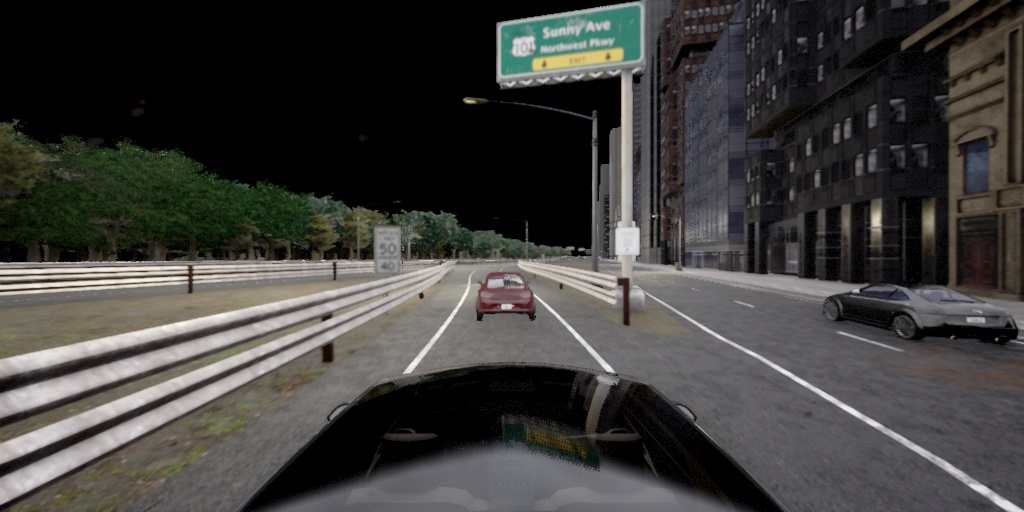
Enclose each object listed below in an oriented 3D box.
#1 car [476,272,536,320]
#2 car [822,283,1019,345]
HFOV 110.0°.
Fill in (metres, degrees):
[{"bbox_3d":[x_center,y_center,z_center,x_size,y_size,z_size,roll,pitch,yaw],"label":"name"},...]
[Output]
[{"bbox_3d":[-0.248,1.271,12.471,1.812,1.442,4.674,0,0,-2],"label":"car"},{"bbox_3d":[11.041,1.444,10.181,1.994,1.385,4.181,0,0,12],"label":"car"}]
